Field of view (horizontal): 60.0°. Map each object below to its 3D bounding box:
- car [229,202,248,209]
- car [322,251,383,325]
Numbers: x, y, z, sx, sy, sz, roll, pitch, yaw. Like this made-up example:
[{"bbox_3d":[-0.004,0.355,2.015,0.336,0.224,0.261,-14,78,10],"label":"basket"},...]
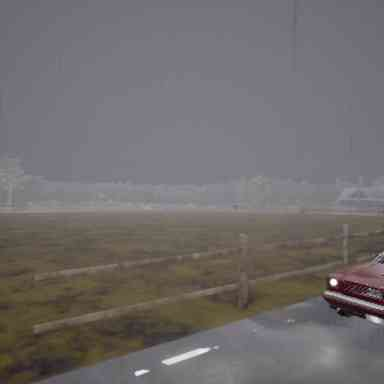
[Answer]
[{"bbox_3d":[9.717,2.894,70.213,1.837,1.490,4.892,1,-3,-36],"label":"car"},{"bbox_3d":[4.582,1.644,6.342,4.718,1.301,1.895,1,0,-36],"label":"car"}]
